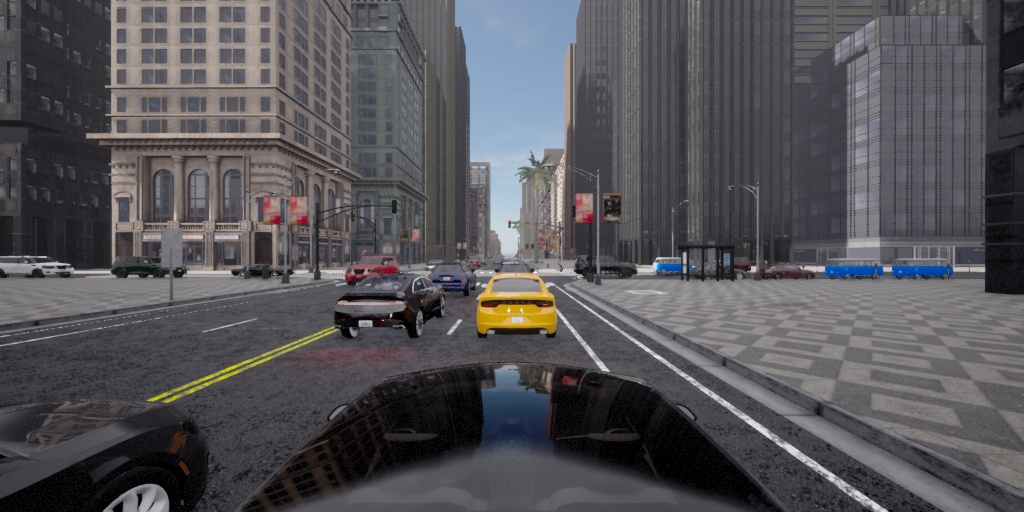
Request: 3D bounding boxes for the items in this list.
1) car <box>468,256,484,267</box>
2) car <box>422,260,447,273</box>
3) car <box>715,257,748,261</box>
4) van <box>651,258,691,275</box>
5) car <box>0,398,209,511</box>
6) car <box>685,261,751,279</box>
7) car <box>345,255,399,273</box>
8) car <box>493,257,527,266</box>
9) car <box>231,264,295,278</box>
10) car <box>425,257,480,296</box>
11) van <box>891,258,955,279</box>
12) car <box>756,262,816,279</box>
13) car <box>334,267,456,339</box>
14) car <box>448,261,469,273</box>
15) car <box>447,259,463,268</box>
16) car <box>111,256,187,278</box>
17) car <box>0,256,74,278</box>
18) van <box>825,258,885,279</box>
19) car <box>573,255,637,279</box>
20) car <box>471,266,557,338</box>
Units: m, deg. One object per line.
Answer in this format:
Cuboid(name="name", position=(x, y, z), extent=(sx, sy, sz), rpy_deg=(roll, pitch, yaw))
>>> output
Cuboid(name="car", position=(-6.495, 0.977, 59.913), extent=(2.150, 2.045, 5.566), rpy_deg=(0, 0, 0))
Cuboid(name="car", position=(-9.782, 1.244, 45.744), extent=(2.128, 1.511, 4.902), rpy_deg=(0, 0, 0))
Cuboid(name="car", position=(22.798, 1.035, 38.364), extent=(5.009, 1.841, 2.192), rpy_deg=(0, 0, 0))
Cuboid(name="van", position=(17.120, 1.065, 38.371), extent=(3.998, 1.789, 1.690), rpy_deg=(0, 0, 0))
Cuboid(name="car", position=(-3.151, 1.255, 0.623), extent=(1.837, 1.490, 4.892), rpy_deg=(0, 0, 0))
Cuboid(name="car", position=(17.112, 1.299, 29.846), extent=(4.403, 1.370, 2.007), rpy_deg=(0, 0, 0))
Cuboid(name="car", position=(-9.816, 0.972, 25.709), extent=(2.150, 2.045, 5.566), rpy_deg=(0, 0, 0))
Cuboid(name="car", position=(0.126, 1.102, 19.302), extent=(2.097, 1.767, 4.553), rpy_deg=(0, 0, 0))
Cuboid(name="car", position=(-22.543, 1.375, 32.602), extent=(4.718, 1.301, 1.895), rpy_deg=(0, 0, 0))
Cuboid(name="car", position=(-3.124, 1.102, 19.278), extent=(2.097, 1.767, 4.553), rpy_deg=(0, 0, 0))
Cuboid(name="van", position=(34.144, 1.079, 29.827), extent=(3.998, 1.789, 1.690), rpy_deg=(0, 0, 0))
Cuboid(name="car", position=(22.790, 1.326, 29.839), extent=(4.207, 1.307, 1.802), rpy_deg=(0, 0, 0))
Cuboid(name="car", position=(-3.139, 1.241, 10.139), extent=(2.128, 1.511, 4.902), rpy_deg=(0, 0, 0))
Cuboid(name="car", position=(-6.541, 1.353, 44.532), extent=(1.895, 1.301, 4.718), rpy_deg=(0, 0, 0))
Cuboid(name="car", position=(-9.735, 1.279, 61.506), extent=(1.812, 1.442, 4.674), rpy_deg=(0, 0, 0))
Cuboid(name="car", position=(-33.016, 1.008, 32.671), extent=(5.566, 2.045, 2.150), rpy_deg=(0, 0, 0))
Cuboid(name="car", position=(-43.723, 1.021, 32.744), extent=(5.566, 2.045, 2.150), rpy_deg=(0, 0, 0))
Cuboid(name="van", position=(28.468, 1.082, 29.833), extent=(3.998, 1.789, 1.690), rpy_deg=(0, 0, 0))
Cuboid(name="car", position=(8.393, 0.968, 32.528), extent=(5.566, 2.045, 2.150), rpy_deg=(0, 0, 2))
Cuboid(name="car", position=(0.110, 1.228, 10.229), extent=(1.882, 1.535, 5.008), rpy_deg=(0, 0, 0))
